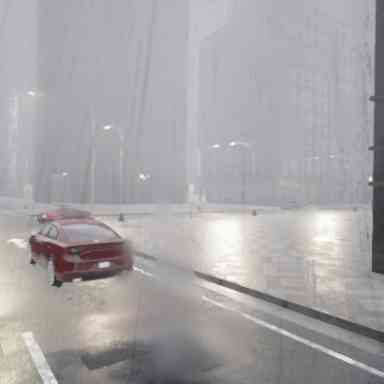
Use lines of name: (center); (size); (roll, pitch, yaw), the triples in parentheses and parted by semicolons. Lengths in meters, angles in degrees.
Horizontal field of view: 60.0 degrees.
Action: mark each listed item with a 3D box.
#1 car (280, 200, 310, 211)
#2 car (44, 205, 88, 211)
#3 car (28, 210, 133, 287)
car: (14.458, 1.880, 46.681); (4.892, 1.490, 1.837); (1, 0, -35)
car: (-9.273, 1.647, 24.813); (1.994, 1.385, 4.181); (0, 0, 27)
car: (-3.454, 1.531, 9.718); (1.882, 1.535, 5.008); (1, -1, -35)
